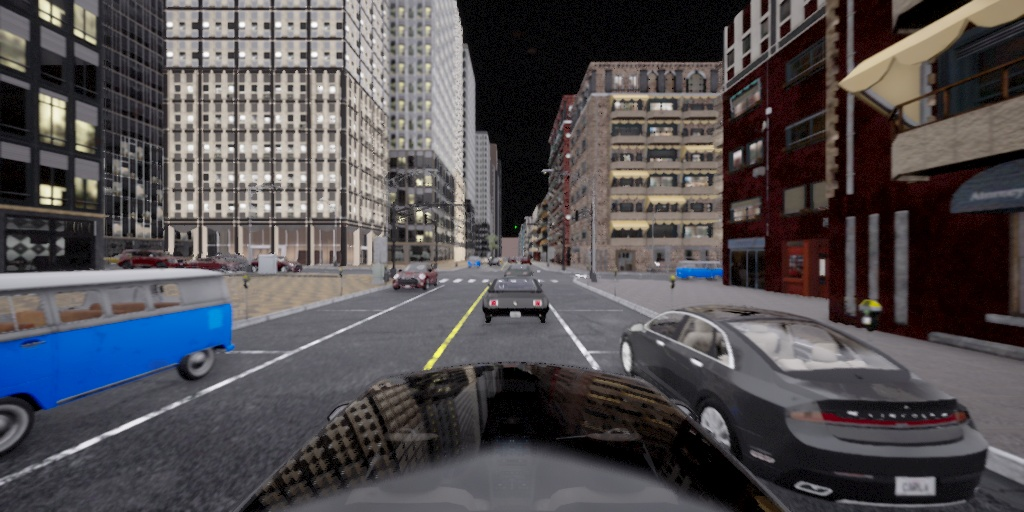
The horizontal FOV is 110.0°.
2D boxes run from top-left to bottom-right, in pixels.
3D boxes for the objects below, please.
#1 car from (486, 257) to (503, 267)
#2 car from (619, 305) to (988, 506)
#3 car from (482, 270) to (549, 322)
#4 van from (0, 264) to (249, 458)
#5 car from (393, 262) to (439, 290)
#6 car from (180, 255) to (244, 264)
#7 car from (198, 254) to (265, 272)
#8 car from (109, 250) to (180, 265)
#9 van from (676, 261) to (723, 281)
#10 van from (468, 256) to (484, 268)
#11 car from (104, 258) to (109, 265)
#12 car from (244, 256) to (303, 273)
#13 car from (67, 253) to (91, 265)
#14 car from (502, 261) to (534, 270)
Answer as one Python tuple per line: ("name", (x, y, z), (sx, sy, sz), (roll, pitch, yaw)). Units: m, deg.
("car", (-3.023, 1.091, 63.025), (1.837, 1.490, 4.892), (0, 0, 1))
("car", (2.691, 1.292, 4.576), (2.007, 1.370, 4.403), (0, 0, 0))
("car", (0.102, 1.320, 12.094), (1.895, 1.301, 4.718), (0, 0, 0))
("van", (-5.689, 1.082, 4.577), (1.690, 1.789, 3.998), (0, 0, 0))
("car", (-5.689, 1.133, 21.523), (1.967, 1.591, 4.097), (0, 0, 0))
("car", (-26.718, 0.766, 32.278), (4.207, 1.307, 1.802), (0, 0, 0))
("car", (-27.183, 0.655, 34.865), (4.902, 1.511, 2.128), (1, 0, 0))
("car", (-32.293, 0.392, 32.265), (5.009, 1.841, 2.192), (0, 0, 0))
("van", (16.915, 1.365, 32.238), (3.998, 1.789, 1.690), (0, 0, 0))
("van", (-5.685, 0.949, 53.997), (1.690, 1.789, 3.998), (0, 0, 0))
("car", (-43.696, 0.350, 40.621), (4.829, 1.417, 1.751), (0, 0, 0))
("car", (-21.144, 0.731, 32.290), (4.097, 1.591, 1.967), (0, 0, 0))
("car", (-49.102, 0.284, 40.609), (4.313, 1.339, 1.948), (0, 0, 0))
("car", (0.698, 1.291, 27.814), (1.895, 1.301, 4.718), (1, 0, 8))
